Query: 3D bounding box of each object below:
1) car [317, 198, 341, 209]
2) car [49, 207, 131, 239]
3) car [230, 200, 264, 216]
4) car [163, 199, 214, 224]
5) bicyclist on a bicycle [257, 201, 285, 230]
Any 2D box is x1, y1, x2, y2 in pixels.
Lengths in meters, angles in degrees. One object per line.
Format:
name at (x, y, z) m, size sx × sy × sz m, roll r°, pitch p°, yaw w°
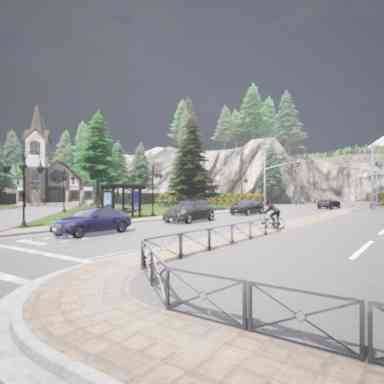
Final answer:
car at (18.527, 1.524, 44.899) m, size 2.128 × 1.511 × 4.902 m, roll 0°, pitch 0°, yaw 42°
car at (-5.319, 1.564, 17.994) m, size 1.812 × 1.442 × 4.674 m, roll 0°, pitch 0°, yaw 35°
car at (5.606, 1.516, 33.576) m, size 1.882 × 1.535 × 5.008 m, roll 0°, pitch 0°, yaw 35°
car at (-0.196, 1.391, 25.308) m, size 2.097 × 1.767 × 4.553 m, roll 0°, pitch 0°, yaw 35°
bicyclist on a bicycle at (4.495, 1.327, 18.967) m, size 1.656 × 1.620 × 0.582 m, roll 0°, pitch 0°, yaw 35°
